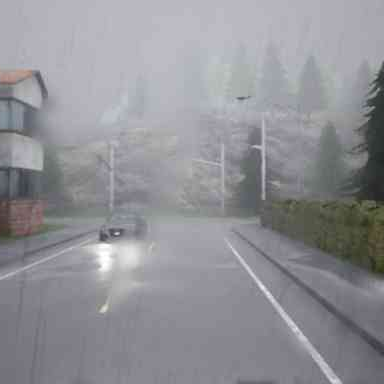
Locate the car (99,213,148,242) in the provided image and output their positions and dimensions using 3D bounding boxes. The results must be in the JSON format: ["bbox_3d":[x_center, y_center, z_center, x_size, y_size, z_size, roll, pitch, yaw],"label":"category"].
[{"bbox_3d":[-3.546,1.812,17.770,1.994,1.385,4.181,0,-1,1],"label":"car"}]
